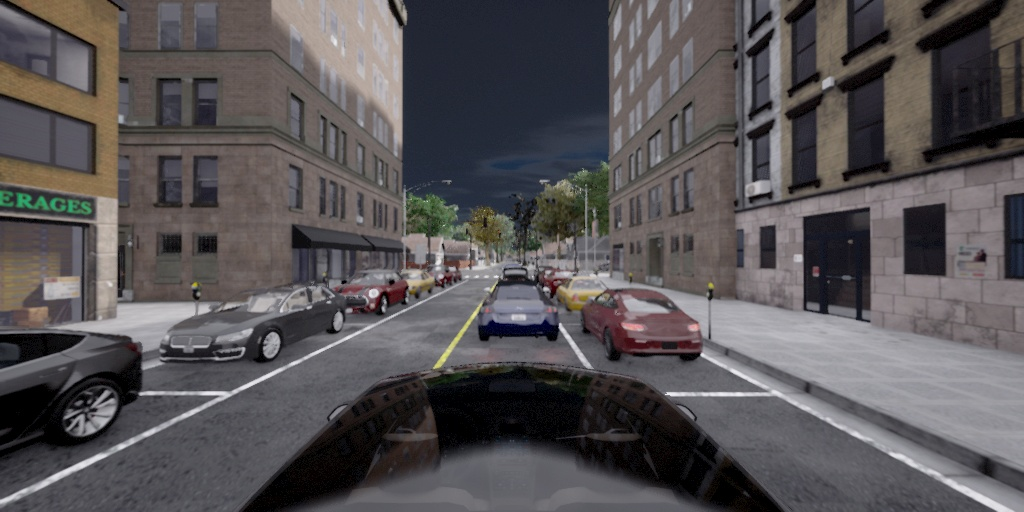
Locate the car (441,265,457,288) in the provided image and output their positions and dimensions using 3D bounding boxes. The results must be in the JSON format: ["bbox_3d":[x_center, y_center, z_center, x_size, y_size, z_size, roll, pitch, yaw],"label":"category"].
[{"bbox_3d":[-5.278,1.330,24.693,1.967,1.591,4.097,0,0,0],"label":"car"}]

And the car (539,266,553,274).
[{"bbox_3d":[2.719,1.400,19.136,1.888,1.381,4.507,0,0,0],"label":"car"}]

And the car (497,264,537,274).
[{"bbox_3d":[0.185,1.366,20.064,1.837,1.490,4.892,0,0,0],"label":"car"}]

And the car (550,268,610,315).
[{"bbox_3d":[2.692,1.346,13.788,1.751,1.417,4.829,0,0,0],"label":"car"}]

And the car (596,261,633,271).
[{"bbox_3d":[15.176,1.476,53.091,4.892,1.490,1.837,-1,0,0],"label":"car"}]

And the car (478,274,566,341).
[{"bbox_3d":[0.141,1.363,10.079,1.994,1.385,4.181,0,0,0],"label":"car"}]

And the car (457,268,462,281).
[{"bbox_3d":[-5.249,1.507,30.212,1.802,1.307,4.207,0,0,0],"label":"car"}]

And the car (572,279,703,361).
[{"bbox_3d":[2.662,1.369,8.100,1.802,1.307,4.207,0,0,0],"label":"car"}]

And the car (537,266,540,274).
[{"bbox_3d":[2.747,1.472,24.654,1.802,1.307,4.207,0,0,0],"label":"car"}]

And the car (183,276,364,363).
[{"bbox_3d":[-5.363,1.337,8.138,2.007,1.370,4.403,0,0,0],"label":"car"}]

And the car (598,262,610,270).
[{"bbox_3d":[14.980,1.442,49.834,4.902,1.511,2.128,-1,0,0],"label":"car"}]

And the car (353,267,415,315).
[{"bbox_3d":[-5.334,1.260,13.656,1.967,1.591,4.097,0,0,0],"label":"car"}]

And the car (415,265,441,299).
[{"bbox_3d":[-5.307,1.381,19.005,1.751,1.417,4.829,0,0,0],"label":"car"}]

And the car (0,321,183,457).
[{"bbox_3d":[-5.391,1.321,2.620,1.948,1.339,4.313,0,0,0],"label":"car"}]
